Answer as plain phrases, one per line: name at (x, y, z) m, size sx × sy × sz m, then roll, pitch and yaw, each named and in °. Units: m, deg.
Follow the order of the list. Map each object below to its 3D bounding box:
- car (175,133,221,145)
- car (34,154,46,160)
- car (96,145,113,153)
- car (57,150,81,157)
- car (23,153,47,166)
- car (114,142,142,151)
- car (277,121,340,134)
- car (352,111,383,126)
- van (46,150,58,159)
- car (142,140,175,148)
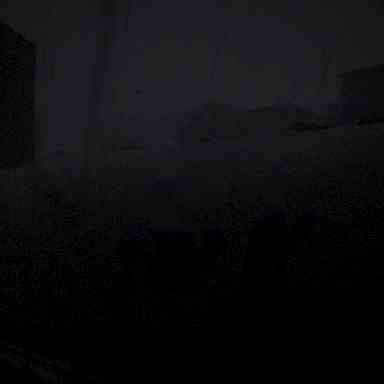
car at (0.921, -4.862, 32.073) m, size 2.185 × 1.767 × 4.553 m, roll 0°, pitch 1°, yaw -44°
car at (-26.220, -5.790, 59.711) m, size 2.002 × 1.452 × 4.674 m, roll 0°, pitch 1°, yaw -44°
car at (-10.768, -5.355, 43.977) m, size 2.185 × 1.767 × 4.553 m, roll 0°, pitch 1°, yaw -44°
car at (-18.487, -5.538, 51.835) m, size 2.231 × 1.521 × 4.892 m, roll 0°, pitch 1°, yaw -44°
car at (-30.059, -6.217, 63.621) m, size 2.435 × 2.045 × 5.566 m, roll 0°, pitch 1°, yaw -44°
car at (-6.901, -5.195, 40.039) m, size 2.185 × 1.767 × 4.553 m, roll 0°, pitch 1°, yaw -44°
car at (8.581, -4.406, 24.273) m, size 2.231 × 1.521 × 4.892 m, roll 0°, pitch 1°, yaw -44°
car at (12.453, -4.227, 20.342) m, size 2.231 × 1.521 × 4.892 m, roll 0°, pitch 2°, yaw -45°
van at (-22.263, -5.910, 55.682) m, size 1.878 × 1.987 × 4.442 m, roll 0°, pitch 1°, yaw -44°
car at (-2.930, -4.860, 35.994) m, size 2.002 × 1.452 × 4.674 m, roll 0°, pitch 1°, yaw -44°
